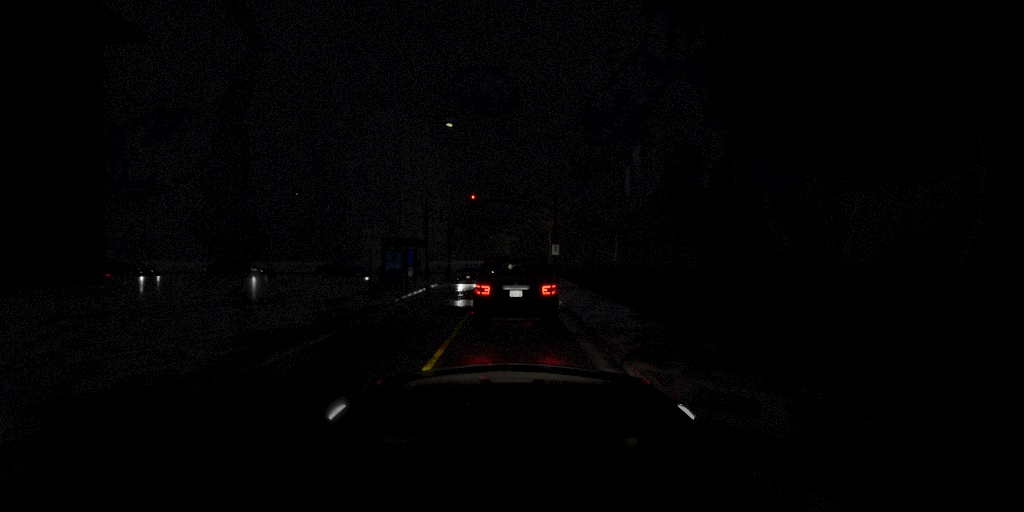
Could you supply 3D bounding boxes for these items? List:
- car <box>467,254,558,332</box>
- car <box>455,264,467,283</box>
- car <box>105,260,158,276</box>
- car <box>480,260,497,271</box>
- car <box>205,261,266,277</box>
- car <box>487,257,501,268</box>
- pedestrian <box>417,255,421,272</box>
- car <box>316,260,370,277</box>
[{"bbox_3d":[0.098,0.968,10.992,2.150,2.045,5.566,0,0,0],"label":"car"},{"bbox_3d":[-3.093,1.297,27.208,1.994,1.385,4.181,0,0,0],"label":"car"},{"bbox_3d":[-35.719,1.145,33.214,4.892,1.490,1.837,0,1,2],"label":"car"},{"bbox_3d":[-3.087,1.249,48.203,2.033,1.411,5.357,0,0,0],"label":"car"},{"bbox_3d":[-25.346,1.175,32.938,4.892,1.490,1.837,0,1,1],"label":"car"},{"bbox_3d":[-3.070,1.033,60.534,2.097,1.767,4.553,0,0,0],"label":"car"},{"bbox_3d":[-10.075,0.800,38.781,0.375,1.860,0.375,0,0,1],"label":"pedestrian"},{"bbox_3d":[-15.160,1.176,32.680,5.008,1.535,1.882,0,0,0],"label":"car"}]
